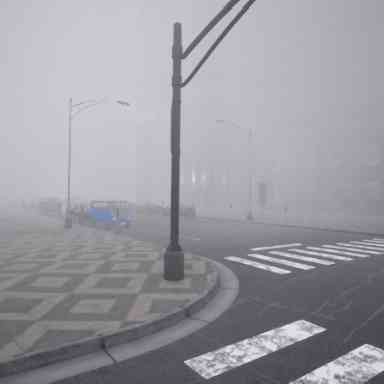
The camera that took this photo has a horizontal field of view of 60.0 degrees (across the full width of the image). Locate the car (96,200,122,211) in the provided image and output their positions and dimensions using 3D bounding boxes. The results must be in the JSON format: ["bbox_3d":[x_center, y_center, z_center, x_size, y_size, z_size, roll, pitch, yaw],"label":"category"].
[{"bbox_3d":[-11.109,1.753,44.359,1.752,1.417,4.829,1,-1,-35],"label":"car"}]

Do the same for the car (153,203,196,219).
[{"bbox_3d":[-1.439,1.709,30.687,1.887,1.381,4.507,1,-1,-35],"label":"car"}]

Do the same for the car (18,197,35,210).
[{"bbox_3d":[-21.190,1.680,43.811,1.802,1.307,4.206,1,-1,-35],"label":"car"}]

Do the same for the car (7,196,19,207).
[{"bbox_3d":[-27.567,1.691,52.835,2.008,1.369,4.403,1,-1,-35],"label":"car"}]

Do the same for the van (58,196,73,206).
[{"bbox_3d":[-23.773,1.653,62.266,1.690,1.788,3.998,1,-1,-35],"label":"van"}]

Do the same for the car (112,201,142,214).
[{"bbox_3d":[-7.820,1.750,39.709,1.887,1.381,4.507,1,-1,-35],"label":"car"}]

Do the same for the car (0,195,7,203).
[{"bbox_3d":[-43.509,1.563,75.396,2.192,1.841,5.009,1,-1,-35],"label":"car"}]

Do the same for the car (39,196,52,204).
[{"bbox_3d":[-33.347,1.817,75.798,1.967,1.590,4.097,1,-1,-35],"label":"car"}]

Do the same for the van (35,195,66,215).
[{"bbox_3d":[-14.809,1.397,34.790,1.690,1.788,3.998,1,-1,-35],"label":"van"}]

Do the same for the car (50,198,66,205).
[{"bbox_3d":[-26.966,1.884,66.775,2.008,1.369,4.403,1,-1,-35],"label":"car"}]

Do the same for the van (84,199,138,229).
[{"bbox_3d":[-5.243,1.335,21.255,1.690,1.788,3.998,1,-1,-35],"label":"van"}]

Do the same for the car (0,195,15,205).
[{"bbox_3d":[-37.035,1.730,66.231,1.752,1.417,4.829,1,-1,-35],"label":"car"}]

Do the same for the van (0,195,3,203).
[{"bbox_3d":[-46.698,1.611,79.907,1.690,1.788,3.998,1,-1,-35],"label":"van"}]

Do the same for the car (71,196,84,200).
[{"bbox_3d":[-17.393,1.814,53.242,1.887,1.381,4.507,1,-1,-35],"label":"car"}]

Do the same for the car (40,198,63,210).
[{"bbox_3d":[-19.700,1.657,46.513,1.837,1.490,4.892,1,-1,-35],"label":"car"}]

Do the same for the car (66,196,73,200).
[{"bbox_3d":[-20.582,1.606,57.755,2.192,1.841,5.009,1,-1,-35],"label":"car"}]

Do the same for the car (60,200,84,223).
[{"bbox_3d":[-8.434,1.558,25.765,1.887,1.381,4.507,1,-1,-35],"label":"car"}]

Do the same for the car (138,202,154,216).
[{"bbox_3d":[-4.629,1.729,35.198,1.887,1.381,4.507,1,-1,-35],"label":"car"}]

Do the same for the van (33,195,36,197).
[{"bbox_3d":[-36.536,1.739,80.309,1.690,1.788,3.998,1,-1,-35],"label":"van"}]
